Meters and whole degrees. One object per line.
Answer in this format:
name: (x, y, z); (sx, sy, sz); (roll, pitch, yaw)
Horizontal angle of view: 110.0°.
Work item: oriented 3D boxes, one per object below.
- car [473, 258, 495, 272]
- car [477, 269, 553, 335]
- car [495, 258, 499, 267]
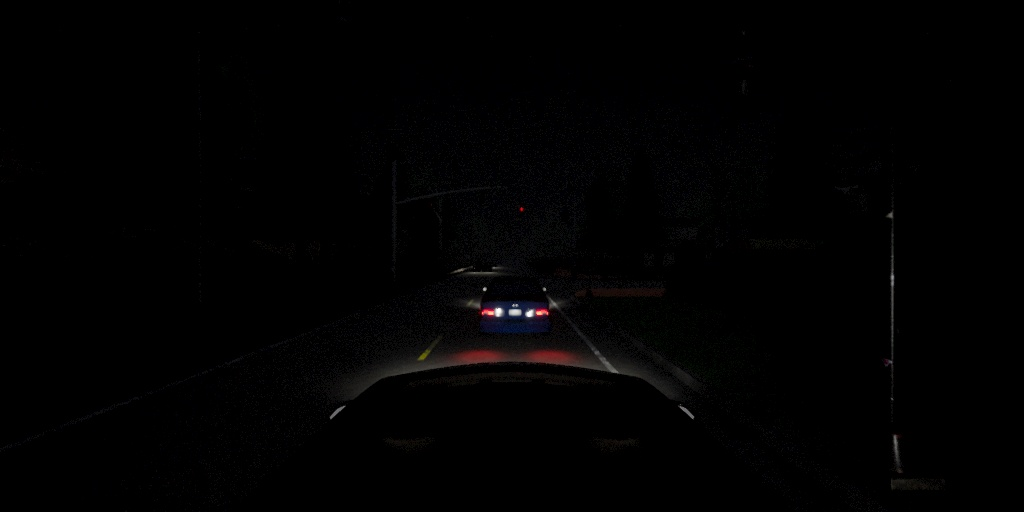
car: (-3.616, 1.031, 44.435); (2.097, 1.767, 4.553); (0, 0, 0)
car: (0.075, 1.283, 10.393); (2.033, 1.411, 5.357); (0, 0, 0)
car: (-3.594, 1.175, 61.385); (1.812, 1.442, 4.674); (0, 0, 0)
